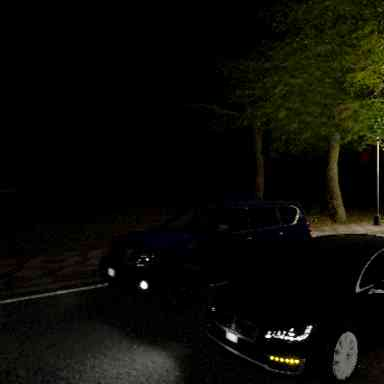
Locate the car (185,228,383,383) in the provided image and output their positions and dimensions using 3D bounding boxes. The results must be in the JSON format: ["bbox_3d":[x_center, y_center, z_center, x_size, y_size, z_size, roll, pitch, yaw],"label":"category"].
[{"bbox_3d":[2.459,1.507,5.440,4.892,1.490,1.837,0,0,-35],"label":"car"}]

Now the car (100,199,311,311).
[{"bbox_3d":[0.665,1.224,8.152,5.566,2.045,2.150,0,0,-35],"label":"car"}]
